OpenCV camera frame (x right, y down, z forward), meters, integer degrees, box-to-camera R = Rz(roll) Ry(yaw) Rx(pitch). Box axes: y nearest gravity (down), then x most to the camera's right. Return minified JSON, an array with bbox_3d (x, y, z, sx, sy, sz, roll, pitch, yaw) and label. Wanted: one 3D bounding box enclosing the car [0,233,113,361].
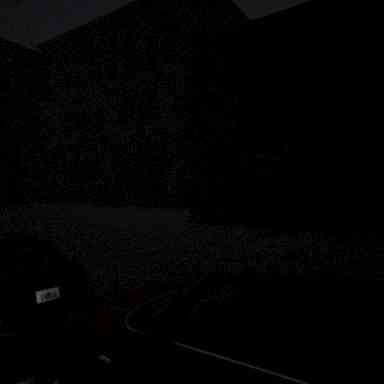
[{"bbox_3d":[-3.961,1.511,6.078,4.792,1.488,2.163,0,0,35],"label":"car"}]
